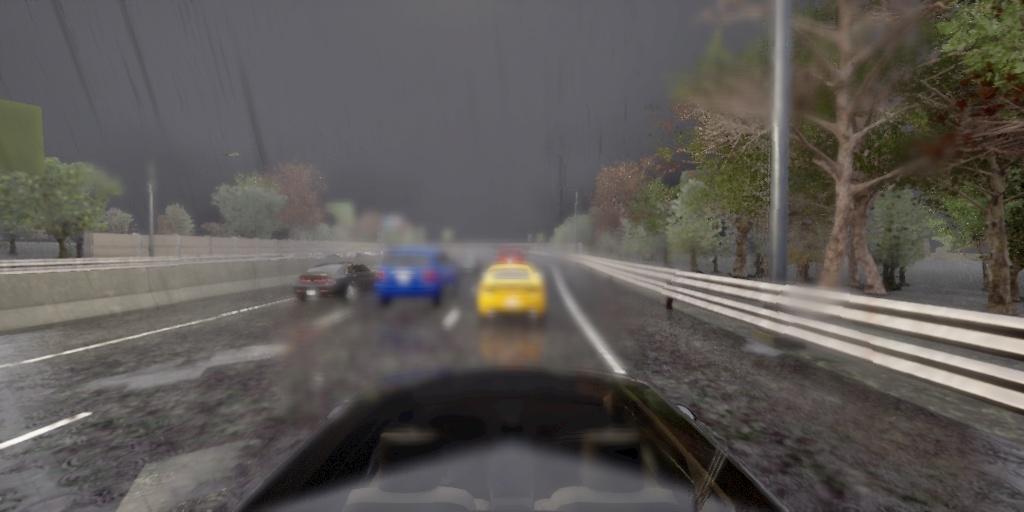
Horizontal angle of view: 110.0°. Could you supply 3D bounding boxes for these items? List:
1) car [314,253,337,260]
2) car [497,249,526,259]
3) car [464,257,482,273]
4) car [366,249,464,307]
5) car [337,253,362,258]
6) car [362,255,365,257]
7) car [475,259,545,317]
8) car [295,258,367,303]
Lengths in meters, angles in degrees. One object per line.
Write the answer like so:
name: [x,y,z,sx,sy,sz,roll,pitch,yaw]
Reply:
car: [-28.210,0.314,54.605,2.128,1.511,4.902,0,1,0]
car: [-0.018,0.476,29.201,2.150,2.045,5.566,0,1,0]
car: [-3.516,0.790,30.696,1.994,1.385,4.181,0,1,0]
car: [-3.473,0.746,14.223,2.150,2.045,5.566,0,1,0]
car: [-24.712,0.276,55.943,1.882,1.535,5.008,0,1,0]
car: [-21.214,0.321,56.070,1.812,1.442,4.674,0,1,0]
car: [0.019,1.036,12.151,1.882,1.535,5.008,0,1,0]
car: [-6.970,1.015,14.986,1.837,1.490,4.892,0,1,0]
